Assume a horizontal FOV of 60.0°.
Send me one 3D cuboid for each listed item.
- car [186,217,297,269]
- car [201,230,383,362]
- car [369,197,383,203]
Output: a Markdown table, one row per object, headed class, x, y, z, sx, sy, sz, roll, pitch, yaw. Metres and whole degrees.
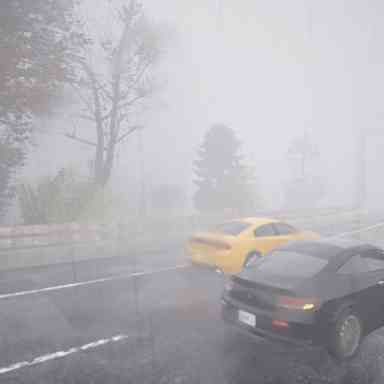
| class | x | y | z | sx | sy | sz | roll | pitch | yaw |
| --- | --- | --- | --- | --- | --- | --- | --- | --- | --- |
| car | 2.121 | 1.518 | 10.185 | 5.008 | 1.535 | 1.882 | 0 | 0 | -39 |
| car | 2.587 | 1.545 | 5.910 | 4.674 | 1.442 | 1.812 | 0 | 0 | -37 |
| car | 37.759 | 1.588 | 68.251 | 1.895 | 1.301 | 4.718 | 0 | 0 | 10 |
